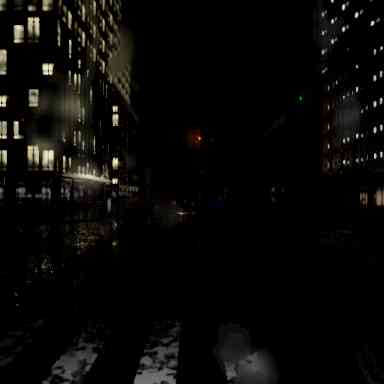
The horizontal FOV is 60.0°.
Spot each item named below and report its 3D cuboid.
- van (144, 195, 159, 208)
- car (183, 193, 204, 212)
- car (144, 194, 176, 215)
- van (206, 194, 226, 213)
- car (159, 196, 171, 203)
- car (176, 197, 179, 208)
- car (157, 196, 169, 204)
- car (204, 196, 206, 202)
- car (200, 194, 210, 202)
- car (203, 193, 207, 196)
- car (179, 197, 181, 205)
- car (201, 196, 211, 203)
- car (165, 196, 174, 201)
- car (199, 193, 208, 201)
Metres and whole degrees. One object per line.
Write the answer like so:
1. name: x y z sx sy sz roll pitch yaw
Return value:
1. van: -5.672 1.322 47.080 1.690 1.788 3.998 0 0 0
2. car: 0.070 1.335 39.460 2.097 1.767 4.553 0 0 0
3. car: -3.160 1.208 33.654 2.150 2.045 5.566 0 0 0
4. van: 2.758 1.326 35.957 1.690 1.788 3.998 0 0 0
5. car: -5.544 1.520 69.236 2.008 1.369 4.403 0 0 0
6. car: -3.099 1.507 44.056 1.812 1.442 4.674 0 0 1
7. car: -5.576 1.538 63.697 1.947 1.339 4.313 0 0 0
8. car: 2.699 1.527 41.495 1.887 1.381 4.507 0 0 0
9. car: 2.869 1.281 74.728 2.192 1.841 5.009 0 0 0
10. car: 2.805 1.287 63.649 2.192 1.841 5.009 0 0 0
11. car: -2.975 1.575 60.026 1.895 1.301 4.718 0 0 1
12. car: 2.836 1.514 69.188 1.887 1.381 4.507 0 0 0
13. car: -5.480 1.545 80.315 1.802 1.307 4.206 0 0 0
14. car: 2.934 1.275 85.807 2.192 1.841 5.009 0 0 0
